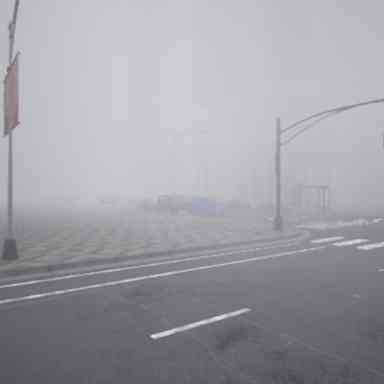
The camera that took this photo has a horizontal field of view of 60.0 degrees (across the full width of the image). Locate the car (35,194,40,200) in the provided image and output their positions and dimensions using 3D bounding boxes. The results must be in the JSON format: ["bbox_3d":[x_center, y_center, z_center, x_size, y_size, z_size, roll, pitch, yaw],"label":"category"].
[{"bbox_3d":[-37.998,1.434,84.902,1.752,1.417,4.829,0,0,-36],"label":"car"}]

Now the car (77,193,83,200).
[{"bbox_3d":[-31.164,1.224,90.000,2.192,1.841,5.009,0,0,-36],"label":"car"}]

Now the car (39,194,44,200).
[{"bbox_3d":[-34.796,1.474,80.422,1.947,1.339,4.313,0,0,-36],"label":"car"}]

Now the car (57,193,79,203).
[{"bbox_3d":[-24.893,1.459,66.565,2.008,1.369,4.403,0,0,-36],"label":"car"}]

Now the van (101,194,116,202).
[{"bbox_3d":[-17.958,1.250,71.525,1.690,1.788,3.998,0,0,-36],"label":"van"}]

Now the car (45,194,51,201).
[{"bbox_3d":[-31.396,1.434,75.665,1.752,1.417,4.829,0,0,-36],"label":"car"}]

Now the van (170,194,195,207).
[{"bbox_3d":[-1.452,1.252,48.429,1.690,1.788,3.998,0,0,-36],"label":"van"}]

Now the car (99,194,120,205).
[{"bbox_3d":[-14.431,1.437,56.673,1.812,1.442,4.674,0,0,-35],"label":"car"}]

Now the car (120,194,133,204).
[{"bbox_3d":[-11.356,1.491,62.286,1.802,1.307,4.206,0,0,-36],"label":"car"}]

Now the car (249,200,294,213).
[{"bbox_3d":[8.452,1.471,34.572,2.008,1.369,4.403,0,0,-36],"label":"car"}]

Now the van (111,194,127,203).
[{"bbox_3d":[-14.657,1.250,66.905,1.690,1.788,3.998,0,0,-36],"label":"van"}]

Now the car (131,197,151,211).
[{"bbox_3d":[-5.085,1.494,38.852,1.802,1.307,4.206,0,0,-36],"label":"car"}]

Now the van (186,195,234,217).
[{"bbox_3d":[1.518,1.261,29.614,1.690,1.788,3.998,0,0,-36],"label":"van"}]

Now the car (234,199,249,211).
[{"bbox_3d":[5.151,1.499,39.191,1.802,1.307,4.206,0,0,-36],"label":"car"}]

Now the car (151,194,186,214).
[{"bbox_3d":[-1.783,1.231,34.233,2.192,1.841,5.009,0,0,-36],"label":"car"}]

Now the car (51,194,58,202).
[{"bbox_3d":[-28.194,1.348,71.184,1.967,1.590,4.097,0,0,-36],"label":"car"}]

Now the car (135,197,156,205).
[{"bbox_3d":[-8.054,1.491,57.667,1.802,1.307,4.206,0,0,-36],"label":"car"}]

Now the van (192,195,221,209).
[{"bbox_3d":[1.850,1.254,43.811,1.690,1.788,3.998,0,0,-36],"label":"van"}]
